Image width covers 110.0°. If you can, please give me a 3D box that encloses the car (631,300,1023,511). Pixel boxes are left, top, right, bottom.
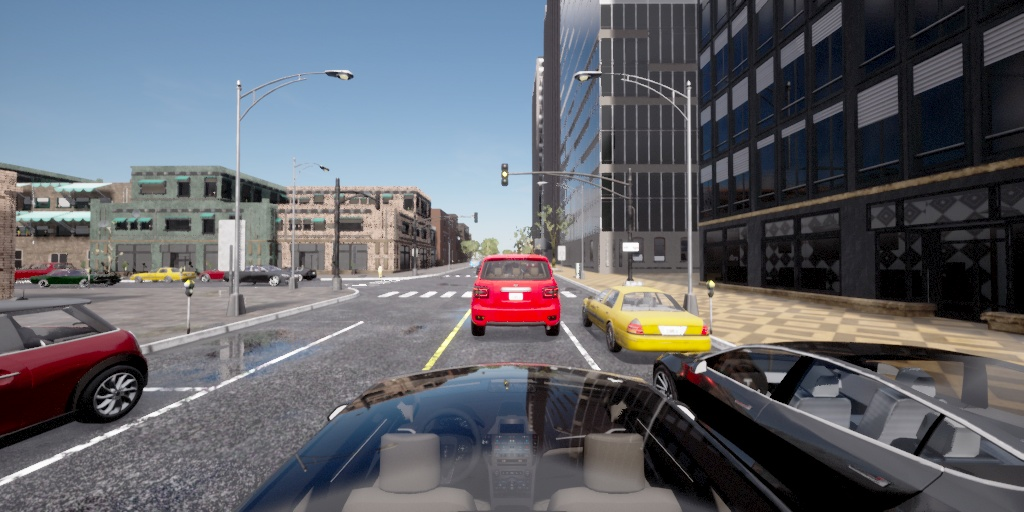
[{"bbox_3d":[2.656,1.316,2.816,1.948,1.339,4.313,0,0,0],"label":"car"}]

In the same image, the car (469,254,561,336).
[{"bbox_3d":[0.082,0.974,10.504,2.150,2.045,5.566,0,0,0],"label":"car"}]

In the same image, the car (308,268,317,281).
[{"bbox_3d":[-19.473,1.561,31.486,4.313,1.339,1.948,0,0,1],"label":"car"}]

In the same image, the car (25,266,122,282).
[{"bbox_3d":[-31.251,1.616,25.830,4.718,1.301,1.895,0,-1,1],"label":"car"}]

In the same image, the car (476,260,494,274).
[{"bbox_3d":[-3.176,1.268,43.560,1.837,1.490,4.892,0,0,0],"label":"car"}]

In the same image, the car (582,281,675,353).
[{"bbox_3d":[2.814,1.277,8.629,1.751,1.417,4.829,0,0,0],"label":"car"}]

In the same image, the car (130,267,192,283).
[{"bbox_3d":[-30.738,1.626,31.607,4.829,1.417,1.751,0,0,1],"label":"car"}]

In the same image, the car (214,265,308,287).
[{"bbox_3d":[-17.885,1.380,25.704,4.902,1.511,2.128,-1,-1,2],"label":"car"}]

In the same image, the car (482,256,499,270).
[{"bbox_3d":[-3.182,0.991,54.459,2.150,2.045,5.566,0,0,1],"label":"car"}]

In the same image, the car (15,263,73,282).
[{"bbox_3d":[-41.664,1.522,31.724,5.009,1.841,2.192,0,0,1],"label":"car"}]

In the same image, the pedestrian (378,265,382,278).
[{"bbox_3d":[-12.611,1.398,34.366,0.375,1.300,0.375,0,0,1],"label":"pedestrian"}]

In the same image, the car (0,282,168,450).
[{"bbox_3d":[-5.692,1.190,2.853,1.967,1.591,4.097,0,0,0],"label":"car"}]

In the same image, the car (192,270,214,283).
[{"bbox_3d":[-25.020,1.488,31.546,4.097,1.591,1.967,0,0,1],"label":"car"}]
